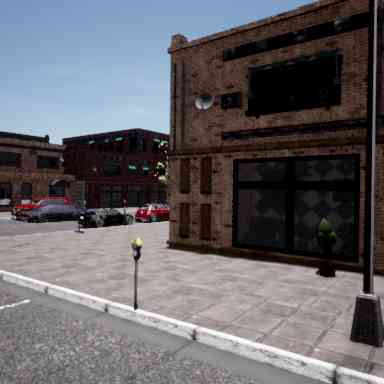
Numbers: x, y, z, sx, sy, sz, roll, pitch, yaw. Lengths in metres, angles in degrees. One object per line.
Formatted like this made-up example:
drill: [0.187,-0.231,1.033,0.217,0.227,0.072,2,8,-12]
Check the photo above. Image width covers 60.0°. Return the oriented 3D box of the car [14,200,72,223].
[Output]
car: [-11.149,1.683,27.227,2.033,1.411,5.357,1,0,36]

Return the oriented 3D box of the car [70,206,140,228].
car: [-6.213,1.796,24.172,1.947,1.339,4.313,0,0,36]

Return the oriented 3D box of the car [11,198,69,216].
car: [-12.968,1.414,29.127,2.192,1.841,5.009,0,0,36]

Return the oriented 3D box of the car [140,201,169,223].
car: [-2.931,1.724,28.647,1.967,1.590,4.097,0,0,36]

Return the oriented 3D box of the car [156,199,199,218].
car: [-1.440,1.652,35.054,2.097,1.767,4.553,1,0,36]
